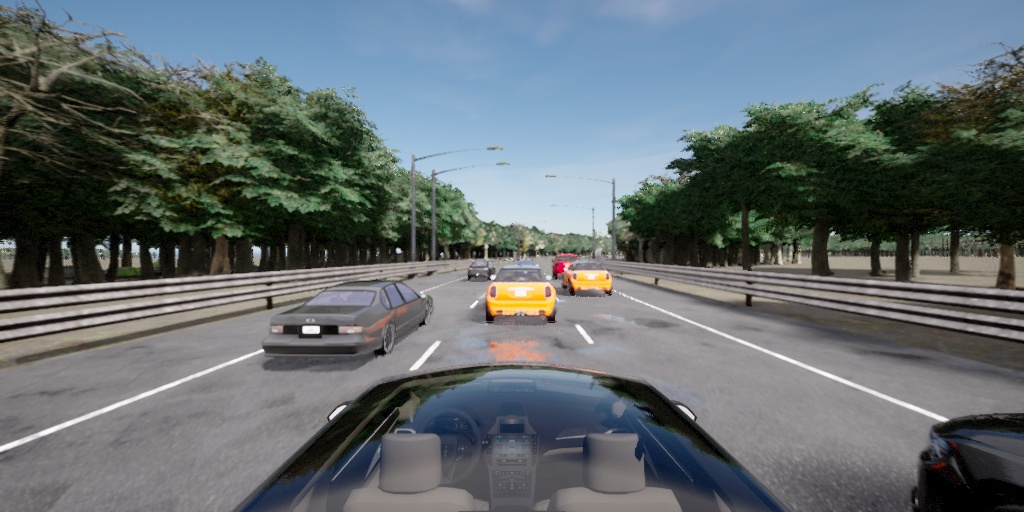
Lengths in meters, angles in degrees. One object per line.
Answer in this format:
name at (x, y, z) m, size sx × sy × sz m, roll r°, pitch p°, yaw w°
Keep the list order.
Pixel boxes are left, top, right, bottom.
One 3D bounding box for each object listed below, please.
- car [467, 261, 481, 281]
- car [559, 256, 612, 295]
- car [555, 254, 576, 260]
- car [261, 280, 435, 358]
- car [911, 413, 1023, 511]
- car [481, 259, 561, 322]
car at (-2.378, 1.151, 29.117) m, size 2.128 × 1.511 × 4.902 m, roll 0°, pitch 0°, yaw 4°
car at (3.954, 1.048, 19.501) m, size 2.097 × 1.767 × 4.553 m, roll 0°, pitch 0°, yaw 3°
car at (4.677, 0.878, 31.328) m, size 2.150 × 2.045 × 5.566 m, roll 0°, pitch 0°, yaw 4°
car at (-3.310, 1.273, 8.506) m, size 2.033 × 1.411 × 5.357 m, roll 0°, pitch 0°, yaw 1°
car at (3.516, 1.249, 0.263) m, size 2.128 × 1.511 × 4.902 m, roll 0°, pitch 0°, yaw 0°
car at (0.301, 1.069, 12.260) m, size 2.097 × 1.767 × 4.553 m, roll 0°, pitch 0°, yaw 2°
